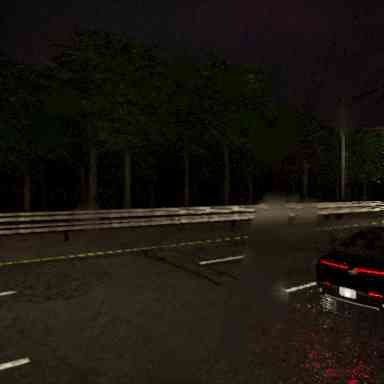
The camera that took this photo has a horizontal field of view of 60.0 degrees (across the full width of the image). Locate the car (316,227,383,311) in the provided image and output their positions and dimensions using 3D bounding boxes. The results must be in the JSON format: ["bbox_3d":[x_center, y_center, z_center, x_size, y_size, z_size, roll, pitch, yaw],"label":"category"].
[{"bbox_3d":[4.684,1.508,7.208,4.892,1.490,1.837,0,0,-36],"label":"car"}]
